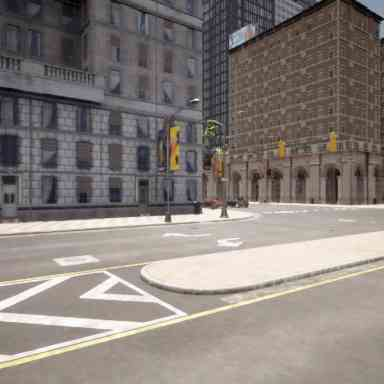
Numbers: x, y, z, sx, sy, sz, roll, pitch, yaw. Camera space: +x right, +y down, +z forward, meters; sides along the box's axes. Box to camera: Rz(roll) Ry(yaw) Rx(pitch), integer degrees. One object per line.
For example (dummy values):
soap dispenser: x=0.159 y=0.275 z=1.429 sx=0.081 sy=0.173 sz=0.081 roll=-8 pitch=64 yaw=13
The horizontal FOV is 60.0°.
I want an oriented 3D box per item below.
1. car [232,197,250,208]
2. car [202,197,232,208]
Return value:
car: x=6.246 y=1.505 z=48.495 sx=1.837 sy=1.490 sz=4.892 roll=0 pitch=0 yaw=-35
car: x=3.039 y=1.526 z=46.977 sx=1.812 sy=1.442 sz=4.674 roll=0 pitch=0 yaw=-35
